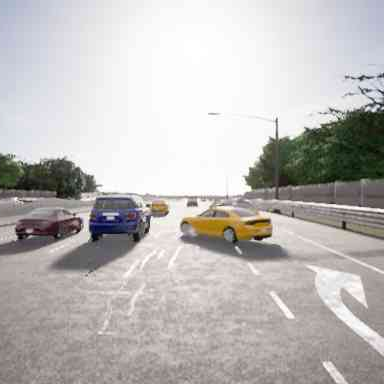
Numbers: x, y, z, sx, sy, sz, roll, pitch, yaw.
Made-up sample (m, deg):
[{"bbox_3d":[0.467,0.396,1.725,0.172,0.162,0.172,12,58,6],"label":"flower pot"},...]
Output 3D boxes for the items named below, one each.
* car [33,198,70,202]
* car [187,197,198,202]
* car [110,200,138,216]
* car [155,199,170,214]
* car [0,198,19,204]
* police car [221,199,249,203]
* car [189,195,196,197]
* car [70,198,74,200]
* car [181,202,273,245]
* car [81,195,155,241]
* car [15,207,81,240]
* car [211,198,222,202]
[{"bbox_3d":[-17.535,1.555,41.794,1.882,1.535,5.008,0,-1,0],"label":"car"},{"bbox_3d":[0.082,1.887,57.529,1.895,1.301,4.718,0,-1,1],"label":"car"},{"bbox_3d":[-6.858,1.574,33.968,1.994,1.385,4.181,0,0,0],"label":"car"},{"bbox_3d":[-3.355,1.494,34.850,1.882,1.535,5.008,0,0,0],"label":"car"},{"bbox_3d":[-27.959,1.708,50.399,1.812,1.442,4.674,0,0,1],"label":"car"},{"bbox_3d":[3.530,1.466,23.954,2.038,1.542,4.974,0,0,0],"label":"police car"},{"bbox_3d":[0.097,1.807,77.811,2.150,2.045,5.566,0,-1,0],"label":"car"},{"bbox_3d":[-24.419,1.886,65.385,1.837,1.490,4.892,0,-1,0],"label":"car"},{"bbox_3d":[1.422,1.430,15.602,1.882,1.535,5.008,0,0,-38],"label":"car"},{"bbox_3d":[-3.379,1.173,16.489,2.150,2.045,5.566,0,0,0],"label":"car"},{"bbox_3d":[-6.879,1.477,16.430,1.812,1.442,4.674,0,0,0],"label":"car"},{"bbox_3d":[3.544,1.522,34.999,2.163,1.488,4.792,0,0,0],"label":"car"}]
